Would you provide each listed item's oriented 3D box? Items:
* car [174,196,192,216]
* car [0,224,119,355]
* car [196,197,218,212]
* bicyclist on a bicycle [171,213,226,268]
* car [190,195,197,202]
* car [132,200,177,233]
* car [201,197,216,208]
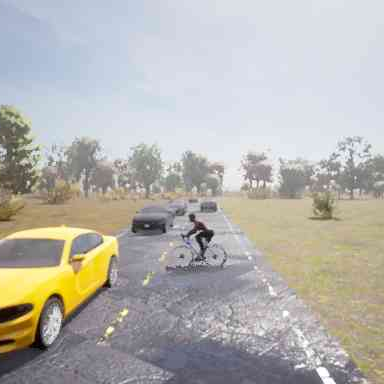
[{"bbox_3d":[-1.517,1.483,32.643,2.128,1.511,4.902,0,0,3],"label":"car"},{"bbox_3d":[-2.859,1.476,6.475,1.882,1.535,5.008,0,0,3],"label":"car"},{"bbox_3d":[1.926,1.479,38.317,2.128,1.511,4.902,0,0,3],"label":"car"},{"bbox_3d":[0.181,1.452,9.822,1.656,1.620,0.582,-1,0,3],"label":"bicyclist on a bicycle"},{"bbox_3d":[0.219,1.444,66.836,1.882,1.535,5.008,0,0,3],"label":"car"},{"bbox_3d":[-2.197,1.473,19.640,1.882,1.535,5.008,0,0,3],"label":"car"},{"bbox_3d":[2.439,1.528,48.610,2.033,1.411,5.357,0,0,3],"label":"car"}]
